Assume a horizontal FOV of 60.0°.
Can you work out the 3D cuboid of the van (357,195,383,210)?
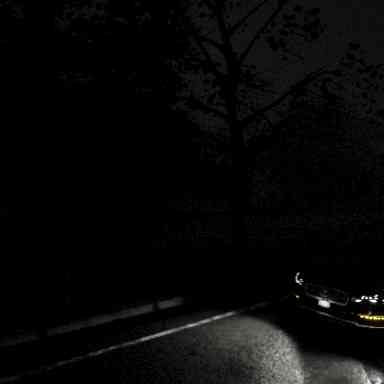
[{"bbox_3d":[25.597,1.420,46.743,1.878,1.987,4.442,2,-1,-35],"label":"van"}]

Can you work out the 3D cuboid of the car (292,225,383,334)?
[{"bbox_3d":[4.015,1.457,6.550,4.892,1.490,1.837,0,0,-36],"label":"car"}]
